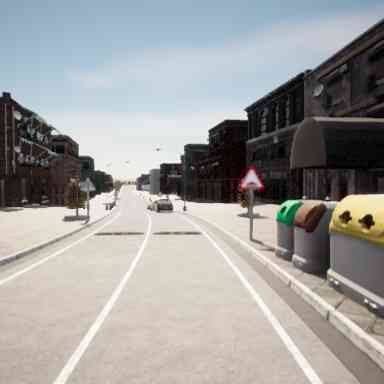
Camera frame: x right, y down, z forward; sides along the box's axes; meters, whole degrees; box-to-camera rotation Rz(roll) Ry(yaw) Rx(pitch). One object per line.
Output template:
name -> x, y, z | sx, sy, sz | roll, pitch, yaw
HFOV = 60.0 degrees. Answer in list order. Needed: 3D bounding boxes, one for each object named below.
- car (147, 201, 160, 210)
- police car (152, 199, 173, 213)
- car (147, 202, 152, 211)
car -> -6.776, 2.371, 57.566 | 1.812, 1.442, 4.674 | 0, -1, -12
police car -> -3.587, 1.746, 41.978 | 1.930, 1.638, 5.238 | 0, -2, -11
car -> -5.611, 2.129, 51.873 | 1.801, 1.575, 5.366 | 0, -2, -12
